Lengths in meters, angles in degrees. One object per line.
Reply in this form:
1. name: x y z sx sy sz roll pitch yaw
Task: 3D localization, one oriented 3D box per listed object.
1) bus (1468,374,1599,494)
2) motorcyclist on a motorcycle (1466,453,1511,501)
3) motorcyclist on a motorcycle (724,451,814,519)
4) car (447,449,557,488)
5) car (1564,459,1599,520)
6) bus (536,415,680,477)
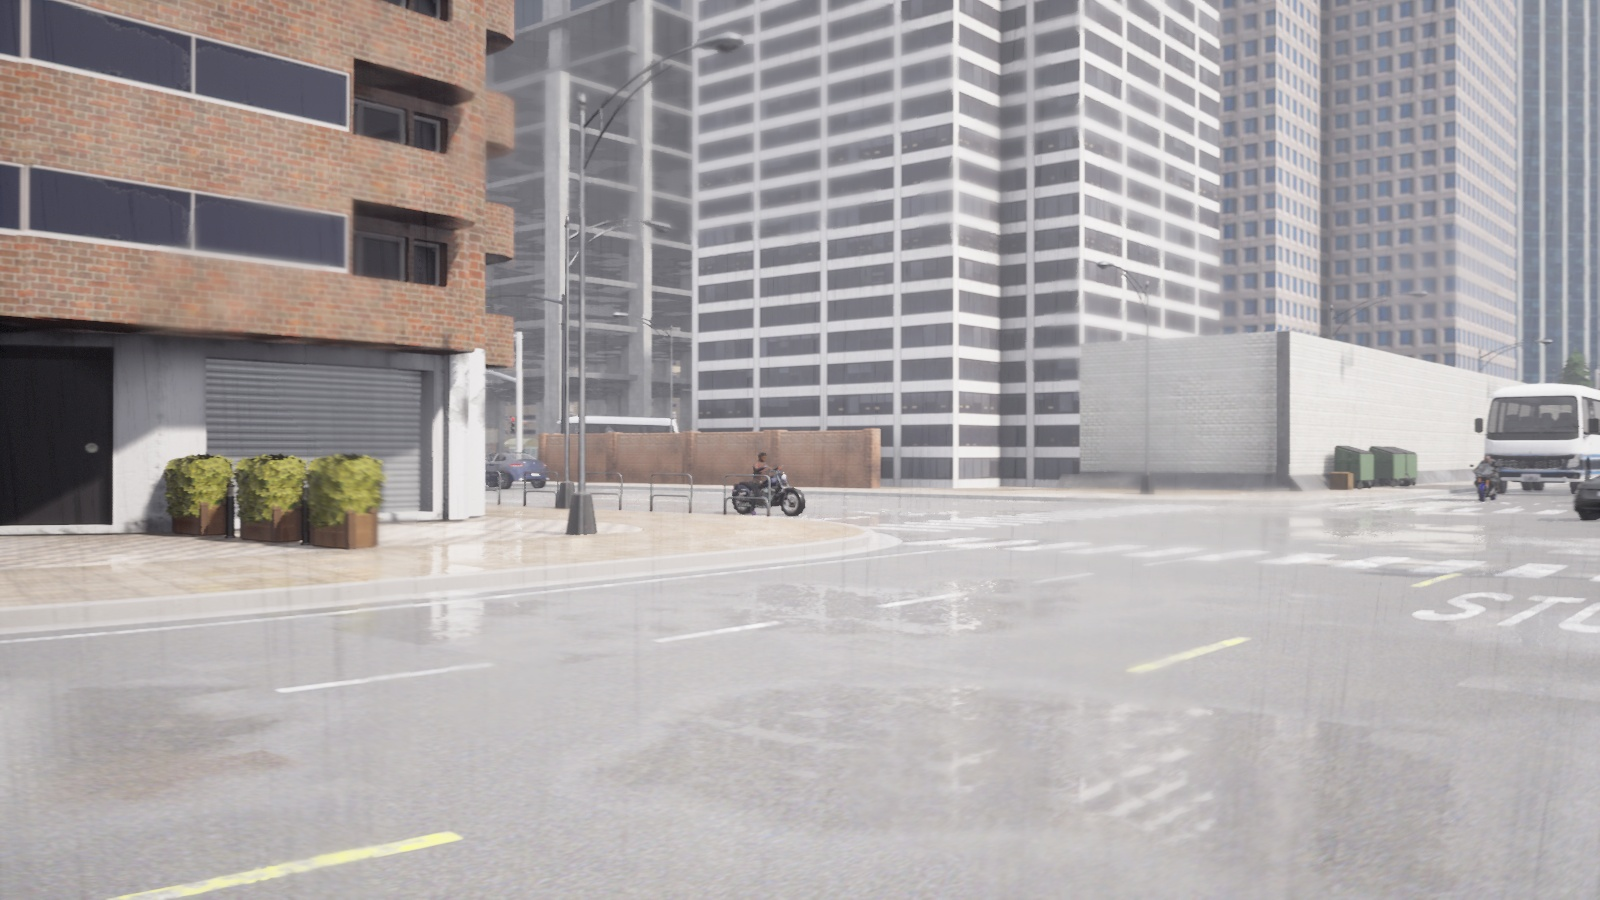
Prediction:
1. bus: 29.889 -0.549 49.797 3.944 4.253 10.273 0 0 40
2. motorcyclist on a motorcycle: 22.441 0.853 40.887 0.866 1.530 2.191 0 0 40
3. motorcyclist on a motorcycle: -0.793 0.857 31.648 2.350 1.649 0.766 0 0 40
4. car: -13.284 0.798 55.850 5.027 1.651 2.152 0 0 40
5. car: 20.151 0.895 29.129 4.181 1.385 1.994 0 0 -21
6. bus: -13.736 -0.241 90.842 3.944 4.253 10.273 0 0 40
